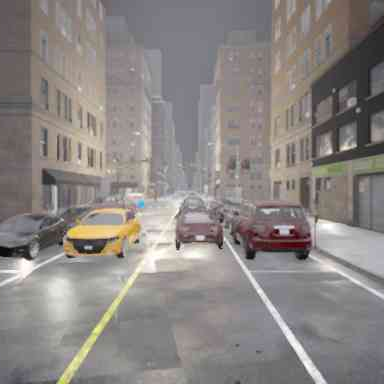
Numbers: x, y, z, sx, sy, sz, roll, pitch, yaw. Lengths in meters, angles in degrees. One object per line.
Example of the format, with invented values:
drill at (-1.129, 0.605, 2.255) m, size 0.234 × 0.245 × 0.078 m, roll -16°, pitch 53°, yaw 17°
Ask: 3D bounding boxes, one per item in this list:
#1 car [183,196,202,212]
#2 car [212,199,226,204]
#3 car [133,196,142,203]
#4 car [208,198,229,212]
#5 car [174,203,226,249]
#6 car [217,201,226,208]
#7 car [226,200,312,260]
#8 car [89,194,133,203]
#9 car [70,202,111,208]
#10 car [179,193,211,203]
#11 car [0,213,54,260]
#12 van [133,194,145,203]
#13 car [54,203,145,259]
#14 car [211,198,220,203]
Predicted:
car at (0.080, 1.250, 35.292) m, size 1.812 × 1.442 × 4.674 m, roll 0°, pitch 1°, yaw 0°
car at (2.671, 1.385, 23.184) m, size 1.947 × 1.339 × 4.313 m, roll 0°, pitch 0°, yaw 0°
car at (-5.854, 1.320, 28.767) m, size 1.887 × 1.381 × 4.507 m, roll 0°, pitch 0°, yaw 0°
car at (2.671, 1.313, 34.354) m, size 1.802 × 1.307 × 4.206 m, roll 0°, pitch 0°, yaw 0°
car at (0.224, 1.417, 13.975) m, size 1.812 × 1.442 × 4.674 m, roll 0°, pitch 0°, yaw -2°
car at (2.671, 1.414, 17.600) m, size 2.008 × 1.369 × 4.403 m, roll 0°, pitch 0°, yaw 0°
car at (2.671, 1.222, 12.013) m, size 2.192 × 1.841 × 5.009 m, roll 0°, pitch 0°, yaw 0°
car at (-5.853, 1.135, 23.178) m, size 2.192 × 1.841 × 5.009 m, roll 0°, pitch 0°, yaw 0°
car at (-5.855, 1.430, 17.595) m, size 1.947 × 1.339 × 4.313 m, roll 0°, pitch 0°, yaw 0°
car at (0.090, 1.158, 24.947) m, size 2.097 × 1.767 × 4.553 m, roll 0°, pitch 0°, yaw 0°
car at (-5.855, 1.473, 12.009) m, size 1.947 × 1.339 × 4.313 m, roll 0°, pitch 0°, yaw 0°
van at (-5.853, 1.073, 34.351) m, size 1.690 × 1.788 × 3.998 m, roll 0°, pitch 0°, yaw 0°
car at (-3.099, 1.381, 12.456) m, size 1.882 × 1.535 × 5.008 m, roll 0°, pitch 0°, yaw 0°
car at (2.671, 1.341, 28.769) m, size 1.947 × 1.339 × 4.313 m, roll 0°, pitch 0°, yaw 0°
